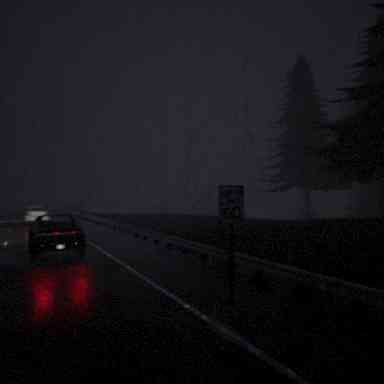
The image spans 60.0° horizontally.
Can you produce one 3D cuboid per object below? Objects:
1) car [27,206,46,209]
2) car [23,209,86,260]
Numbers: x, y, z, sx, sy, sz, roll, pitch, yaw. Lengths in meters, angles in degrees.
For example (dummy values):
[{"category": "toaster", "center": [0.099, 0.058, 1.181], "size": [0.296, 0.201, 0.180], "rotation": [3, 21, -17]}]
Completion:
[{"category": "car", "center": [-12.608, 1.836, 26.954], "size": [1.812, 1.442, 4.674], "rotation": [0, 0, -27]}, {"category": "car", "center": [-5.512, 1.637, 13.299], "size": [2.128, 1.511, 4.902], "rotation": [0, 0, -27]}]
